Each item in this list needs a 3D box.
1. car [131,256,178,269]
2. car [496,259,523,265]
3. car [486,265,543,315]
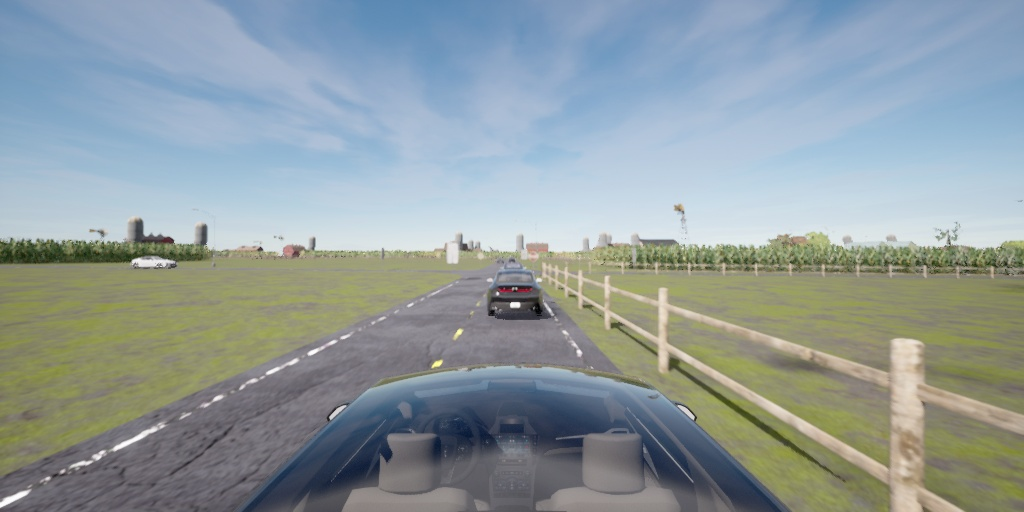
[{"bbox_3d":[-42.696,0.778,42.830,4.674,1.442,1.812,1,-1,1],"label":"car"},{"bbox_3d":[0.102,1.220,26.901,2.128,1.511,4.902,0,0,0],"label":"car"},{"bbox_3d":[0.101,1.248,13.439,1.837,1.490,4.892,0,0,0],"label":"car"}]
